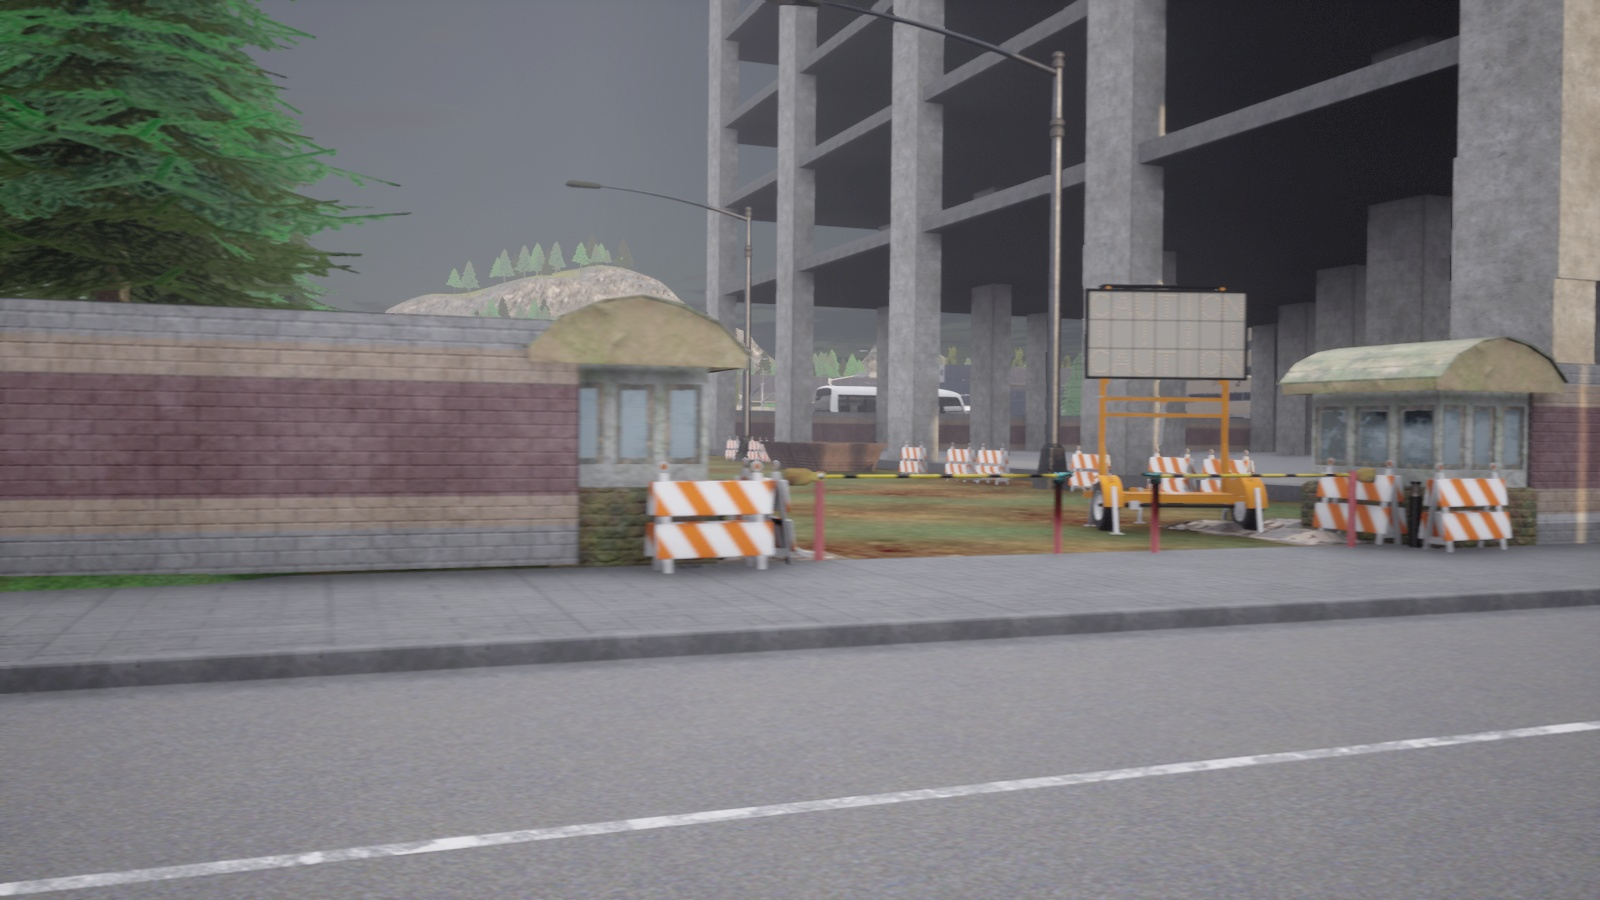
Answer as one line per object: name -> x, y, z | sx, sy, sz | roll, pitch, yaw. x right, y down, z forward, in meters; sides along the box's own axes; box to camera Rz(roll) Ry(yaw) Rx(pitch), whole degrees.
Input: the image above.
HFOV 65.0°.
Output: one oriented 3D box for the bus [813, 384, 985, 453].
bus -> 6.392, -2.019, 80.822 | 10.273, 4.253, 3.944 | -1, 1, -22
